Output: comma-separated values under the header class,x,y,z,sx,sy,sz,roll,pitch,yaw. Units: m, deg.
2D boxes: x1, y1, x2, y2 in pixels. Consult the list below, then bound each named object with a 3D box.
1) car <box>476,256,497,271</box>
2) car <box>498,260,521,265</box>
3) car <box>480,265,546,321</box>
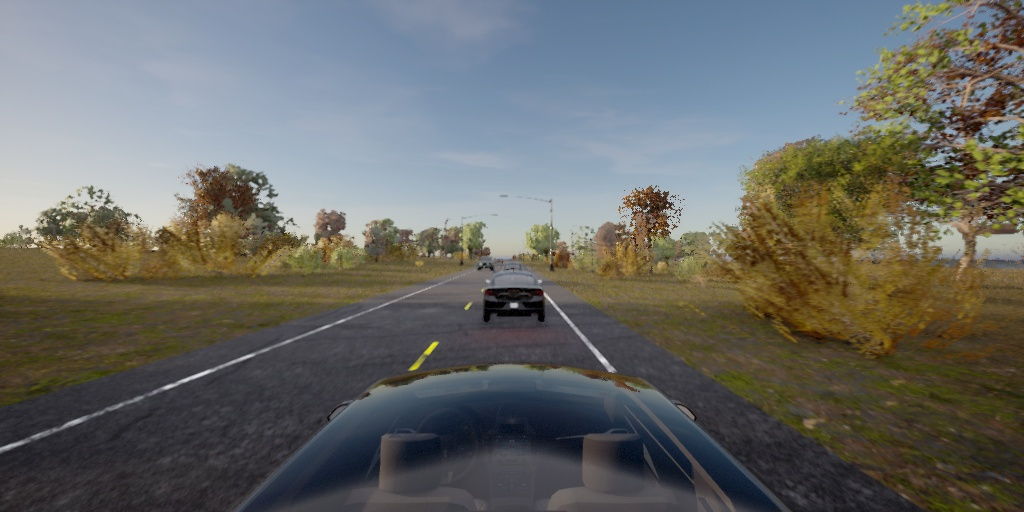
class,x,y,z,sx,sy,sz,roll,pitch,yaw
car,-3.593,1.032,49.386,2.150,2.045,5.566,0,0,0
car,0.065,1.284,27.918,1.837,1.490,4.892,0,0,0
car,0.065,1.239,12.517,1.882,1.535,5.008,0,0,0
